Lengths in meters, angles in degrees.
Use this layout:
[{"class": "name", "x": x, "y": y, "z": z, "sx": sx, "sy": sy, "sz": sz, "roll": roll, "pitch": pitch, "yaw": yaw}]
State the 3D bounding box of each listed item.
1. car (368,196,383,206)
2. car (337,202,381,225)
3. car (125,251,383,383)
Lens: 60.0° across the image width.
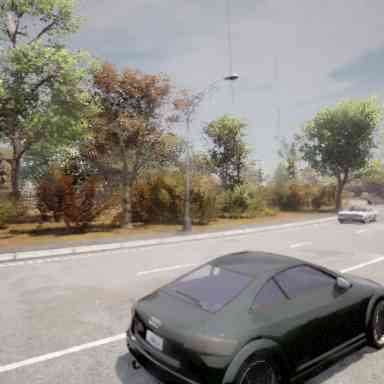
[{"class": "car", "x": 33.810, "y": 1.616, "z": 61.302, "sx": 2.097, "sy": 1.767, "sz": 4.553, "roll": 0, "pitch": 0, "yaw": 21}, {"class": "car", "x": 12.824, "y": 1.721, "z": 25.640, "sx": 1.895, "sy": 1.301, "sz": 4.718, "roll": 0, "pitch": 0, "yaw": 41}, {"class": "car", "x": 1.179, "y": 1.589, "z": 4.853, "sx": 4.181, "sy": 1.385, "sz": 1.994, "roll": 0, "pitch": 0, "yaw": -38}]
